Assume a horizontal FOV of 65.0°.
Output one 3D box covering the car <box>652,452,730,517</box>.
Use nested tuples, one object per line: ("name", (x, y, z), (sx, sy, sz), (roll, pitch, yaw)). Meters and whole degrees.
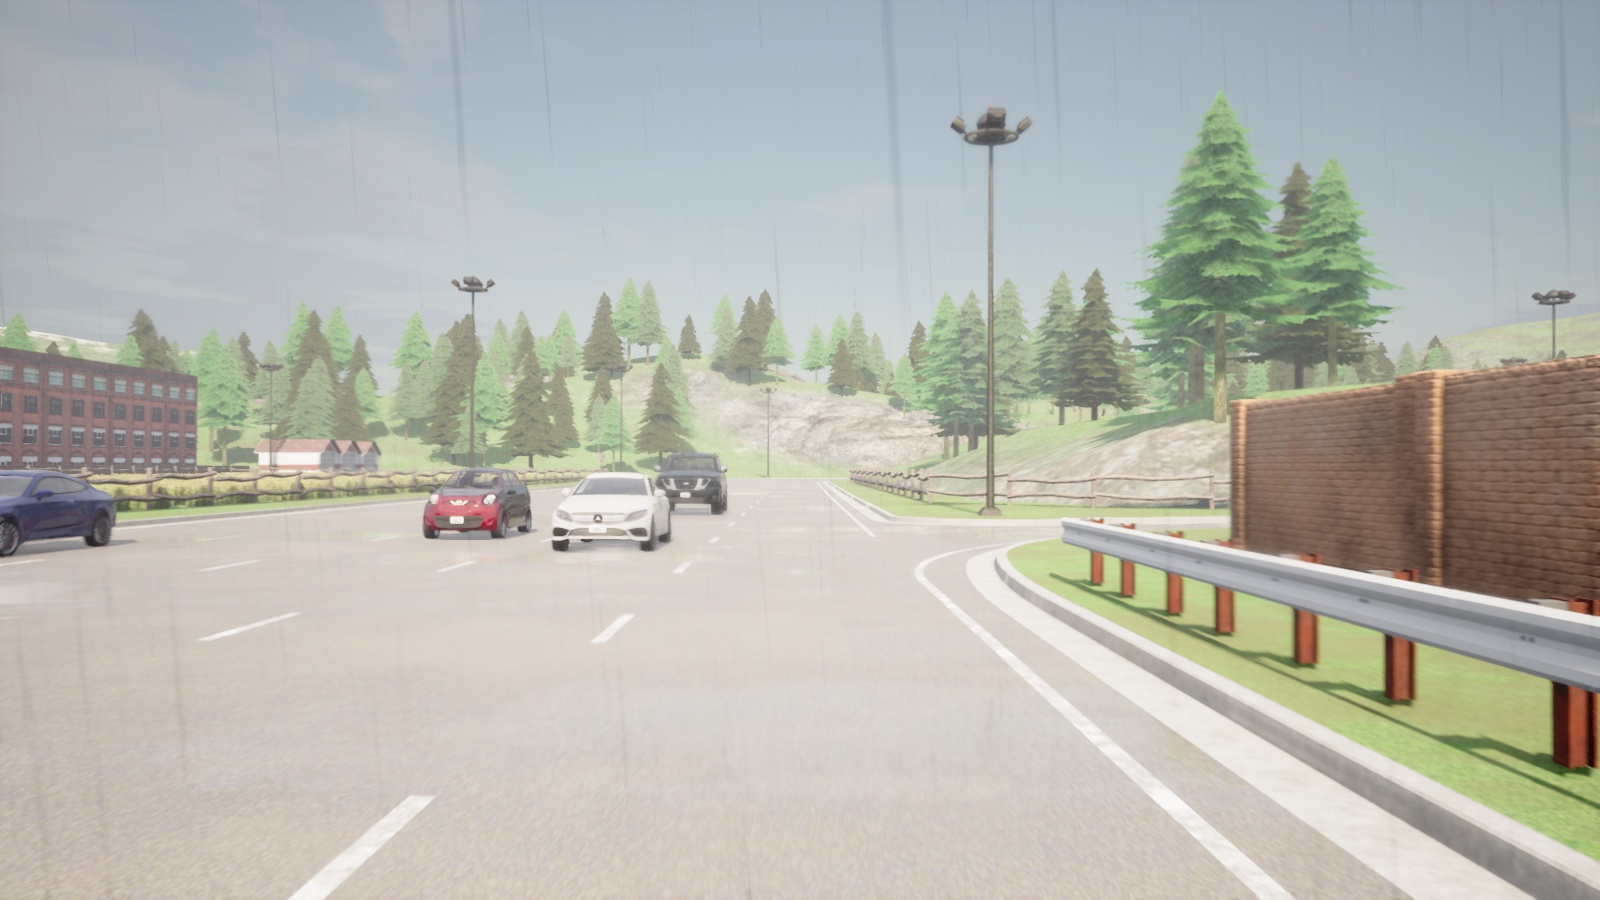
("car", (-3.602, 1.124, 42.452), (2.150, 2.045, 5.566), (0, -1, 0))

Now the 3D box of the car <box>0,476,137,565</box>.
("car", (-14.053, 1.200, 22.566), (1.812, 1.442, 4.674), (0, -1, 0))

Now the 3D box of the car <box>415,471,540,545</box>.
("car", (-7.066, 1.233, 27.851), (1.845, 1.501, 3.633), (0, -1, 0))

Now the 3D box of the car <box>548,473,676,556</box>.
("car", (-3.558, 1.186, 24.567), (1.812, 1.442, 4.674), (0, -1, 0))
